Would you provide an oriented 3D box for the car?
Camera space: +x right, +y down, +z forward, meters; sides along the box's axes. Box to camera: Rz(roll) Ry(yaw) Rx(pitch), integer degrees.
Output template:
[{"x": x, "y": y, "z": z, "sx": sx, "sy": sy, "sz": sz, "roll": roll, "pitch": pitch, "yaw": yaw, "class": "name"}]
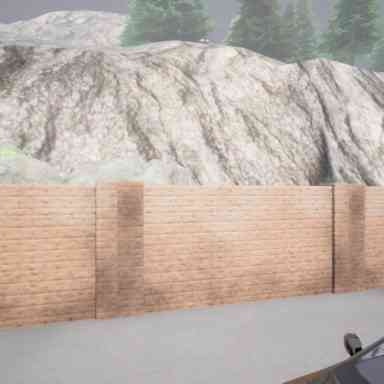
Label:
[{"x": 2.207, "y": 1.492, "z": 1.887, "sx": 4.902, "sy": 1.511, "sz": 2.128, "roll": 0, "pitch": 0, "yaw": -18, "class": "car"}]
